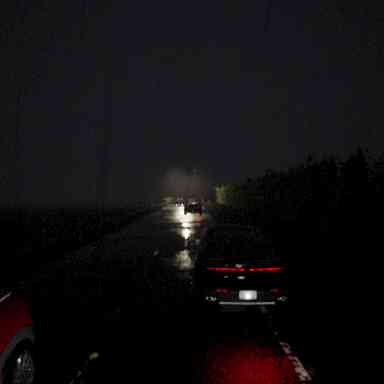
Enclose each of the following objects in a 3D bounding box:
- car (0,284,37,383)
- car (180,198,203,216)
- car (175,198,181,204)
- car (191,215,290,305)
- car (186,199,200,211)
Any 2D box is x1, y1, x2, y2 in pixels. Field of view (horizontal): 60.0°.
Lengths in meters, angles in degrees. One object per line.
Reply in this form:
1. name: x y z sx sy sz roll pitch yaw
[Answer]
1. car: -2.749 1.361 1.747 2.097 1.767 4.553 0 0 0
2. car: 0.107 1.679 35.351 2.128 1.511 4.902 0 0 0
3. car: -2.685 1.935 72.263 2.033 1.411 5.357 0 0 0
4. car: 0.971 1.549 8.183 1.837 1.490 4.892 0 0 0
5. car: 0.114 1.768 45.525 1.812 1.442 4.674 0 0 0
